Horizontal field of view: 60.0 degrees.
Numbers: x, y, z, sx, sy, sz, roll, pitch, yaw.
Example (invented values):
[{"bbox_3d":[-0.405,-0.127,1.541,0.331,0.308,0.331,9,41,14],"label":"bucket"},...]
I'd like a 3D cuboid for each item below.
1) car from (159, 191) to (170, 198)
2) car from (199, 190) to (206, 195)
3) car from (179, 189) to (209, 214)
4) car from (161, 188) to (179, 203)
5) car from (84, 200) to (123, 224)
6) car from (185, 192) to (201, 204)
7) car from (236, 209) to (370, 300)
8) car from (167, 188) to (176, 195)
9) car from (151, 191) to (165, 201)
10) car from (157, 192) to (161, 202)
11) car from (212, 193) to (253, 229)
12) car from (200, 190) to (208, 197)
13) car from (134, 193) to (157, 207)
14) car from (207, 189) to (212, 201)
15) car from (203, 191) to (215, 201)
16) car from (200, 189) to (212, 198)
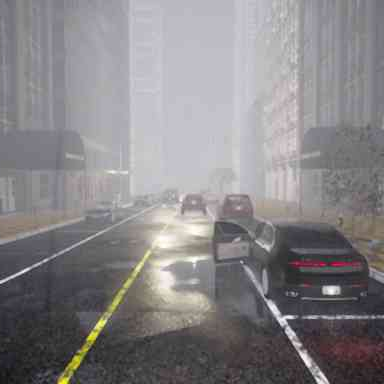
[{"bbox_3d":[-5.590,0.533,67.089,1.802,1.307,4.206,-1,1,0],"label":"car"},{"bbox_3d":[2.827,0.150,89.719,1.802,1.307,4.206,-1,1,0],"label":"car"},{"bbox_3d":[0.147,0.907,29.464,2.097,1.767,4.553,0,1,0],"label":"car"},{"bbox_3d":[-2.925,0.488,46.938,2.150,2.045,5.566,0,1,0],"label":"car"},{"bbox_3d":[-5.665,1.226,21.699,2.008,1.369,4.403,-1,1,0],"label":"car"},{"bbox_3d":[0.180,0.783,46.205,2.128,1.511,4.902,0,1,0],"label":"car"},{"bbox_3d":[2.370,1.384,8.063,1.837,1.490,4.892,0,1,0],"label":"car"},{"bbox_3d":[-5.557,-0.119,89.779,2.192,1.841,5.009,-1,1,0],"label":"car"},{"bbox_3d":[-5.610,0.665,55.570,1.752,1.417,4.829,-1,1,0],"label":"car"},{"bbox_3d":[-5.628,0.886,44.394,1.947,1.339,4.313,-1,1,0],"label":"car"},{"bbox_3d":[2.711,0.992,21.624,2.192,1.841,5.009,-1,1,0],"label":"car"},{"bbox_3d":[2.808,0.307,78.371,1.887,1.381,4.507,-1,1,0],"label":"car"},{"bbox_3d":[-5.637,0.977,38.720,1.947,1.339,4.313,-1,1,0],"label":"car"},{"bbox_3d":[2.762,0.753,50.169,1.752,1.417,4.829,-1,1,0],"label":"car"},{"bbox_3d":[2.771,0.661,55.842,1.752,1.417,4.829,-1,1,0],"label":"car"},{"bbox_3d":[2.786,0.268,67.017,2.192,1.841,5.009,-1,1,0],"label":"car"}]
